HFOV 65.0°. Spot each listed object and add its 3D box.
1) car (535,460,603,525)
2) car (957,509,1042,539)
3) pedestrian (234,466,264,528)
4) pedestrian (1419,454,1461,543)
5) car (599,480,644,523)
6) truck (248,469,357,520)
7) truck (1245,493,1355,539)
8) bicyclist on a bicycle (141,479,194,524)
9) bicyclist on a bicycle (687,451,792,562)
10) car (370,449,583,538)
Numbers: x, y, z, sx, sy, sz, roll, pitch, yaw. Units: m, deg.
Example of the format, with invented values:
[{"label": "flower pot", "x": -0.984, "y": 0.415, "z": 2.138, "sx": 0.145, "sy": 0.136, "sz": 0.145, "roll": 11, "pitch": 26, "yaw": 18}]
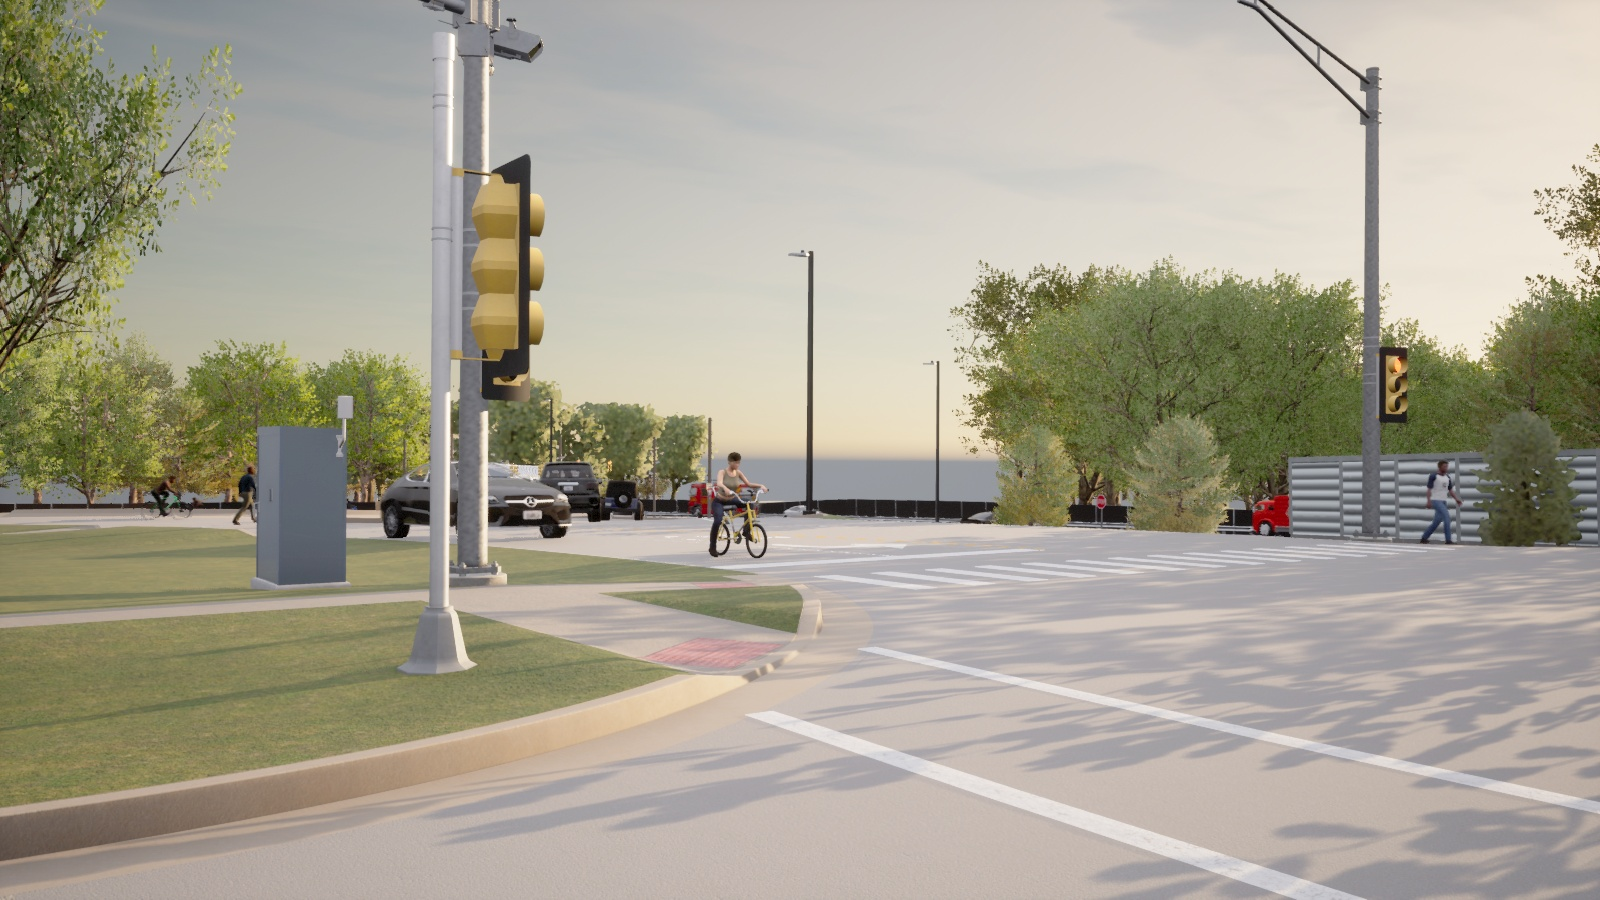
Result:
[{"label": "car", "x": -8.005, "y": 1.543, "z": 43.417, "sx": 2.150, "sy": 2.045, "sz": 5.566, "roll": -1, "pitch": -3, "yaw": -11}, {"label": "car", "x": 11.596, "y": 4.273, "z": 72.958, "sx": 5.008, "sy": 1.535, "sz": 1.882, "roll": 1, "pitch": -1, "yaw": -36}, {"label": "pedestrian", "x": -16.651, "y": 1.403, "z": 37.952, "sx": 0.370, "sy": 1.835, "sz": 0.726, "roll": 0, "pitch": 0, "yaw": 41}, {"label": "pedestrian", "x": 13.417, "y": 0.997, "z": 26.329, "sx": 0.354, "sy": 1.836, "sz": 0.706, "roll": 0, "pitch": 0, "yaw": -26}, {"label": "car", "x": -8.414, "y": 2.459, "z": 59.530, "sx": 1.905, "sy": 1.878, "sz": 3.866, "roll": 2, "pitch": -4, "yaw": -6}, {"label": "truck", "x": -35.287, "y": 3.151, "z": 89.403, "sx": 2.891, "sy": 3.462, "sz": 7.936, "roll": 0, "pitch": -2, "yaw": 16}, {"label": "truck", "x": 28.271, "y": 3.688, "z": 71.191, "sx": 2.627, "sy": 2.467, "sz": 5.204, "roll": 0, "pitch": -2, "yaw": -33}, {"label": "bicyclist on a bicycle", "x": -23.032, "y": 1.856, "z": 45.747, "sx": 1.656, "sy": 1.620, "sz": 0.582, "roll": 1, "pitch": -1, "yaw": -20}, {"label": "bicyclist on a bicycle", "x": -0.941, "y": 0.837, "z": 19.197, "sx": 0.866, "sy": 1.612, "sz": 1.509, "roll": 0, "pitch": -1, "yaw": -39}, {"label": "car", "x": -6.795, "y": 0.897, "z": 25.994, "sx": 2.152, "sy": 1.651, "sz": 5.027, "roll": 0, "pitch": -2, "yaw": -42}]
